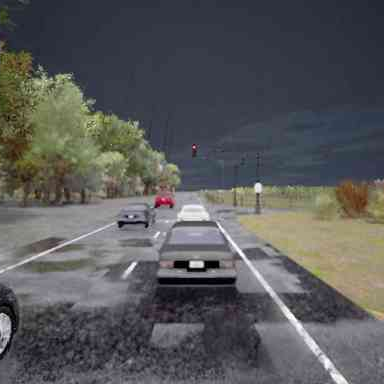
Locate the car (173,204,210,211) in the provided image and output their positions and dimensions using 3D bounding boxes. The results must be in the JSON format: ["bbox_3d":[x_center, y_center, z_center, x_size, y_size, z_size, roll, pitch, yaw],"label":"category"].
[{"bbox_3d":[0.070,1.419,18.843,1.812,1.442,4.674,0,0,0],"label":"car"}]

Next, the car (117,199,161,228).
[{"bbox_3d":[-3.416,1.428,21.156,2.033,1.411,5.357,0,0,0],"label":"car"}]

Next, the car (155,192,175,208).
[{"bbox_3d":[-3.436,0.980,42.564,2.150,2.045,5.566,0,1,0],"label":"car"}]

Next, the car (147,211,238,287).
[{"bbox_3d":[0.093,1.495,9.212,2.033,1.411,5.357,0,0,0],"label":"car"}]

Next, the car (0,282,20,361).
[{"bbox_3d":[-3.401,1.488,2.868,1.837,1.490,4.892,0,0,0],"label":"car"}]
